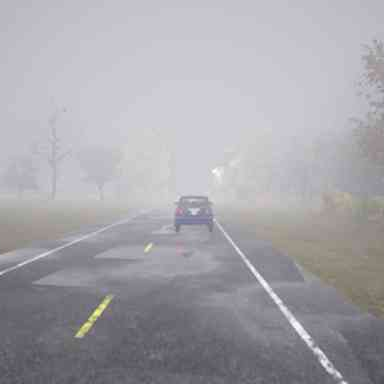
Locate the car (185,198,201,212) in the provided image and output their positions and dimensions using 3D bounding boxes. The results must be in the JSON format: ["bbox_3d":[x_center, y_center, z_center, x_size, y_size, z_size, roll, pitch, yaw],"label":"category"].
[{"bbox_3d":[0.136,1.461,39.077,1.812,1.442,4.674,0,0,0],"label":"car"}]

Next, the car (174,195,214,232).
[{"bbox_3d":[0.117,1.185,20.123,2.150,2.045,5.566,0,0,0],"label":"car"}]
